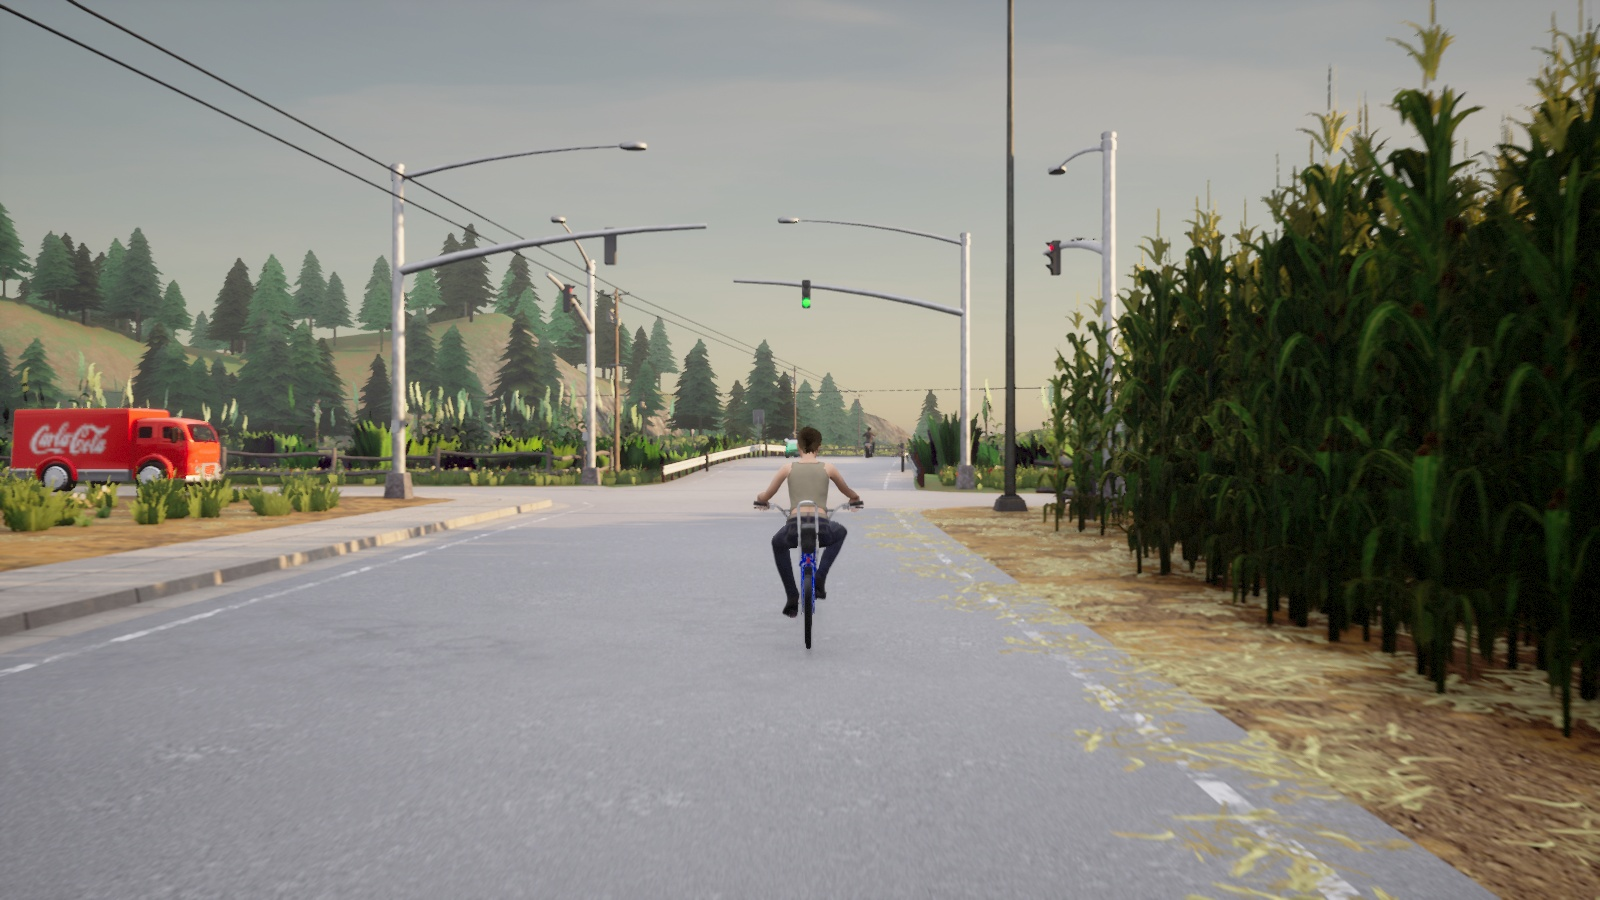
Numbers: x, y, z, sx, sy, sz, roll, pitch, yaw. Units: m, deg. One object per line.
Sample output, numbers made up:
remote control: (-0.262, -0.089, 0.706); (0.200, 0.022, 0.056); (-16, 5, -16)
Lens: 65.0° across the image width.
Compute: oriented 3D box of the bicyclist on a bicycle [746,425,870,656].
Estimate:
bicyclist on a bicycle: (0.064, 0.629, 9.540); (0.866, 1.612, 1.509); (0, 0, 1)

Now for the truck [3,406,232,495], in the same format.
truck: (-19.596, 0.005, 36.278); (5.204, 2.467, 2.627); (0, 0, 3)

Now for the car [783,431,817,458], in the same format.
car: (0.010, -0.273, 64.677); (1.481, 1.376, 2.207); (0, 1, 8)
